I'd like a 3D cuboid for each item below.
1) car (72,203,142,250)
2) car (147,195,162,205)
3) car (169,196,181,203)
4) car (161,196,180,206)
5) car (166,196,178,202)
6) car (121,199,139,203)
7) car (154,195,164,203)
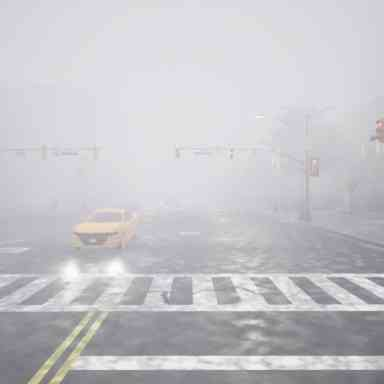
[{"bbox_3d":[-3.571,1.477,14.471,1.882,1.535,5.008,0,0,0],"label":"car"},{"bbox_3d":[-6.988,1.504,59.731,1.837,1.490,4.892,0,0,0],"label":"car"},{"bbox_3d":[-3.463,1.548,68.246,2.033,1.411,5.357,0,0,1],"label":"car"},{"bbox_3d":[-3.491,1.547,55.854,2.033,1.411,5.357,0,0,0],"label":"car"},{"bbox_3d":[-4.805,1.553,78.233,1.994,1.385,4.181,0,0,-14],"label":"car"},{"bbox_3d":[-7.020,1.526,38.015,1.812,1.442,4.674,0,0,0],"label":"car"},{"bbox_3d":[-7.331,1.525,73.391,2.128,1.511,4.902,0,0,-7],"label":"car"}]
